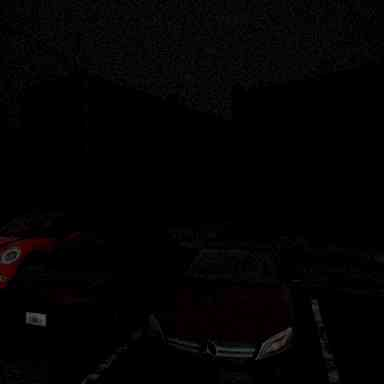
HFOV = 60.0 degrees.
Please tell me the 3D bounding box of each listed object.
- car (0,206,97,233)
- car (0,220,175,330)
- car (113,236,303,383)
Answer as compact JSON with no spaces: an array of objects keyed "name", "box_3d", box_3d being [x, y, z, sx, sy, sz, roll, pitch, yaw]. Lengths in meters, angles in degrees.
[{"name":"car","box_3d":[-4.093,1.363,9.067,2.185,1.767,4.553,1,-1,16]},{"name":"car","box_3d":[-1.674,1.516,7.258,2.163,1.488,4.792,1,-1,16]},{"name":"car","box_3d":[0.775,1.526,5.539,2.002,1.452,4.674,1,-1,16]}]
